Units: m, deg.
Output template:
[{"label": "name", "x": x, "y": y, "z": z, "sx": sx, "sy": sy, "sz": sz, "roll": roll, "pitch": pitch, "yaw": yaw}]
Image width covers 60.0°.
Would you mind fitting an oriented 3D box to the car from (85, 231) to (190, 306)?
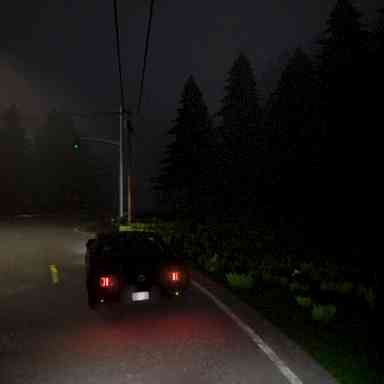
[{"label": "car", "x": -1.615, "y": 1.601, "z": 8.148, "sx": 1.895, "sy": 1.301, "sz": 4.718, "roll": 0, "pitch": 0, "yaw": -18}]
